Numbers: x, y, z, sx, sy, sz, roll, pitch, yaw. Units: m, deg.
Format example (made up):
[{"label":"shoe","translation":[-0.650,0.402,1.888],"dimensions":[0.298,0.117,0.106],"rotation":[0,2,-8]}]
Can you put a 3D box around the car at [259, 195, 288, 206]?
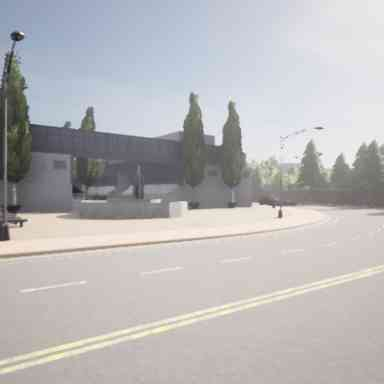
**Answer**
[{"label":"car","translation":[14.985,1.661,63.117],"dimensions":[2.150,2.045,5.566],"rotation":[1,0,-24]}]

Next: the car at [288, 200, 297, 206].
[{"label":"car","translation":[18.183,2.087,64.524],"dimensions":[1.895,1.301,4.718],"rotation":[1,0,-24]}]
